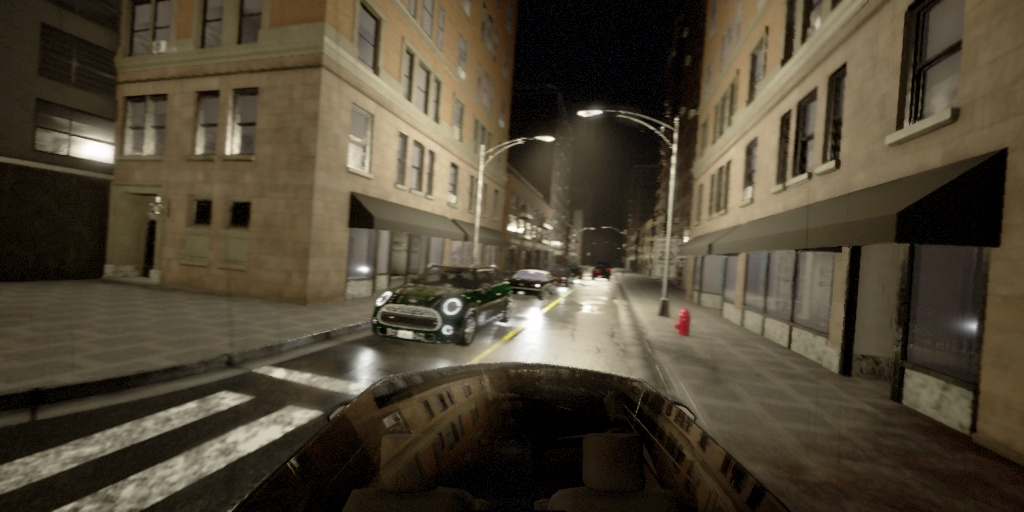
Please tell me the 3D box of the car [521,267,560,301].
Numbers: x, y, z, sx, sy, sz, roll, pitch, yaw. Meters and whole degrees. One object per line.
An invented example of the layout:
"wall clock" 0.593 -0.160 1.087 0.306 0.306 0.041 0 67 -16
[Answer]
"car" 1.002 1.382 18.192 1.895 1.301 4.718 4 0 15

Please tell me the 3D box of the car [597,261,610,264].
"car" 12.363 1.743 48.748 2.150 2.045 5.566 4 0 16

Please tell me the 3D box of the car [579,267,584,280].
"car" 6.444 1.686 37.839 1.994 1.385 4.181 4 0 16

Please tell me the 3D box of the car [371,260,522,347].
"car" -1.455 0.978 9.162 2.097 1.767 4.553 4 0 15

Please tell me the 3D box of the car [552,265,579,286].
"car" 3.753 1.501 28.199 2.033 1.411 5.357 4 0 16

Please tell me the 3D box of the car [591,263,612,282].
"car" 9.416 1.843 37.933 1.837 1.490 4.892 4 0 16
